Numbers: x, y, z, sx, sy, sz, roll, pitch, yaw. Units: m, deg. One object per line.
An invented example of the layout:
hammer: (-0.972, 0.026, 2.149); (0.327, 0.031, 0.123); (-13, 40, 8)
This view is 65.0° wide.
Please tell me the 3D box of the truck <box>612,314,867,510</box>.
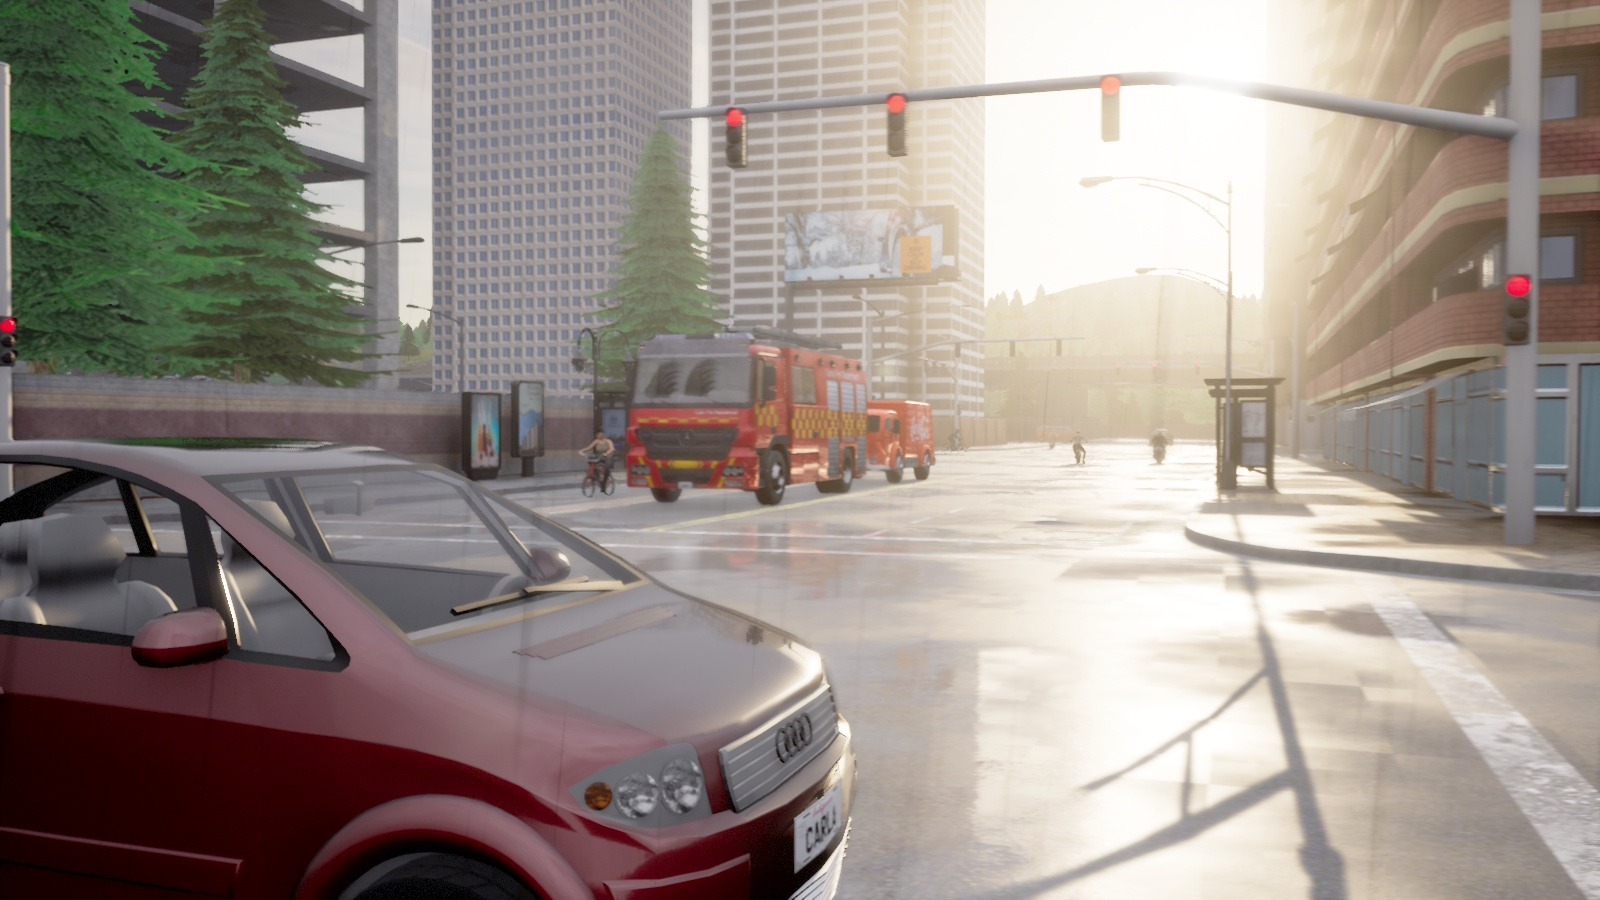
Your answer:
truck: (-1.043, -0.822, 29.004); (2.891, 3.827, 8.468); (1, 1, 19)

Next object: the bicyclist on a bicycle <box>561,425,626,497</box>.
bicyclist on a bicycle: (-4.757, 0.239, 29.023); (0.866, 1.612, 1.509); (1, 1, 20)

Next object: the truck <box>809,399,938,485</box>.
truck: (2.380, -0.278, 38.834); (2.627, 2.467, 5.204); (1, 1, 19)

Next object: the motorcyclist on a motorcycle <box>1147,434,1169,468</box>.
motorcyclist on a motorcycle: (16.857, 0.050, 59.112); (0.866, 1.530, 2.191); (1, 2, 19)

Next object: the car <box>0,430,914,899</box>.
car: (-1.684, 0.728, 3.764); (3.705, 1.549, 1.789); (1, 1, 19)
